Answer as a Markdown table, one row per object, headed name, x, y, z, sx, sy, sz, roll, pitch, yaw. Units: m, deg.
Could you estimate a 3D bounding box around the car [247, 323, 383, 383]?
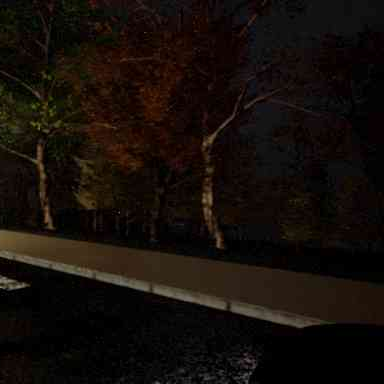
| name | x | y | z | sx | sy | sz | roll | pitch | yaw |
| --- | --- | --- | --- | --- | --- | --- | --- | --- | --- |
| car | 2.353 | 1.566 | 2.010 | 4.181 | 1.385 | 1.994 | 0 | 0 | 35 |
